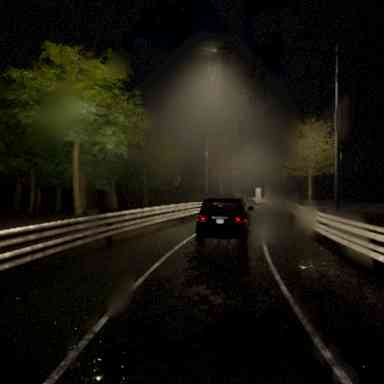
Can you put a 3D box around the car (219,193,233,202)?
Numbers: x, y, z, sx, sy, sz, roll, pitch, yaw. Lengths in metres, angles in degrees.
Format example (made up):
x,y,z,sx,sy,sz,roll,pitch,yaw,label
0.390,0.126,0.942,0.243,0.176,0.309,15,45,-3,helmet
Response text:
x,y,z,sx,sy,sz,roll,pitch,yaw,label
7.962,1.176,77.661,2.150,2.045,5.566,0,0,-6,car

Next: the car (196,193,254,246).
x,y,z,sx,sy,sz,roll,pitch,yaw,label
1.617,1.229,15.503,2.150,2.045,5.566,0,0,11,car
